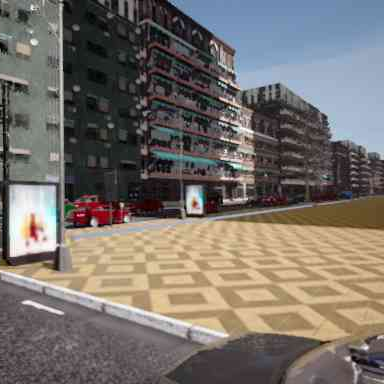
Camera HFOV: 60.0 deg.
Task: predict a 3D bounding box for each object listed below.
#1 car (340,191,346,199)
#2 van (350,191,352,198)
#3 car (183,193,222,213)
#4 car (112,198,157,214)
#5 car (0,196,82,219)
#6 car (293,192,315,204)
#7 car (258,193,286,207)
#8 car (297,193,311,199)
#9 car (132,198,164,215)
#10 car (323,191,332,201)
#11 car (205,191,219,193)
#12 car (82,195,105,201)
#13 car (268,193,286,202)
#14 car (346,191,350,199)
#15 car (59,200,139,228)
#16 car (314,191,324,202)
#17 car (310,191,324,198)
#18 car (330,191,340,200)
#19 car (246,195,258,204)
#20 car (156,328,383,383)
[{"bbox_3d":[30.082,0.925,69.627,2.008,1.369,4.403,-1,0,36],"label":"car"},{"bbox_3d":[36.564,0.641,78.581,1.690,1.788,3.998,-1,0,36],"label":"van"},{"bbox_3d":[0.902,1.174,29.336,1.967,1.590,4.097,0,0,36],"label":"car"},{"bbox_3d":[-5.882,1.398,34.253,1.887,1.381,4.507,0,0,36],"label":"car"},{"bbox_3d":[-10.518,1.257,23.451,2.097,1.767,4.553,-1,0,36],"label":"car"},{"bbox_3d":[17.114,1.080,51.720,2.008,1.369,4.403,-1,0,36],"label":"car"},{"bbox_3d":[10.628,1.049,42.766,1.967,1.590,4.097,-1,0,36],"label":"car"},{"bbox_3d":[26.539,1.023,79.020,1.947,1.339,4.313,-1,0,36],"label":"car"},{"bbox_3d":[-4.605,1.353,31.613,1.812,1.442,4.674,-1,0,36],"label":"car"},{"bbox_3d":[23.598,1.033,60.673,1.802,1.307,4.206,-1,0,36],"label":"car"},{"bbox_3d":[1.522,0.970,40.072,2.150,2.045,5.566,-1,0,36],"label":"car"},{"bbox_3d":[-9.127,1.211,29.775,2.192,1.841,5.009,0,0,36],"label":"car"},{"bbox_3d":[16.811,1.012,65.590,1.967,1.590,4.097,-1,0,36],"label":"car"},{"bbox_3d":[33.325,0.919,74.104,1.802,1.307,4.206,-1,0,36],"label":"car"},{"bbox_3d":[-5.581,1.400,20.382,1.802,1.307,4.206,0,0,36],"label":"car"},{"bbox_3d":[20.356,1.035,56.197,1.887,1.381,4.507,-1,0,36],"label":"car"},{"bbox_3d":[33.021,0.699,87.973,2.192,1.841,5.009,-1,0,36],"label":"car"},{"bbox_3d":[26.838,0.728,65.150,2.192,1.841,5.009,-1,0,36],"label":"car"},{"bbox_3d":[10.309,1.185,52.046,2.033,1.411,5.357,-1,0,36],"label":"car"},{"bbox_3d":[1.645,1.551,1.872,4.403,1.369,2.008,0,-1,36],"label":"car"}]
